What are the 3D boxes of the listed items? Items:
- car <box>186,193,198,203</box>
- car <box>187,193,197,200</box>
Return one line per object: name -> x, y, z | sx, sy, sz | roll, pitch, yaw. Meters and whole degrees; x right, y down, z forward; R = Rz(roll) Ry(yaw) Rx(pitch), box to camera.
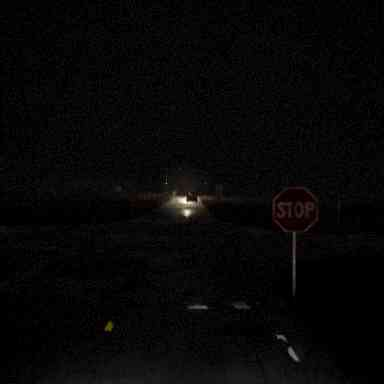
car -> -0.008, 1.056, 62.154 | 2.097, 1.767, 4.553 | 0, 1, 0
car -> -0.009, 0.969, 72.218 | 2.128, 1.511, 4.902 | 0, 1, 0
